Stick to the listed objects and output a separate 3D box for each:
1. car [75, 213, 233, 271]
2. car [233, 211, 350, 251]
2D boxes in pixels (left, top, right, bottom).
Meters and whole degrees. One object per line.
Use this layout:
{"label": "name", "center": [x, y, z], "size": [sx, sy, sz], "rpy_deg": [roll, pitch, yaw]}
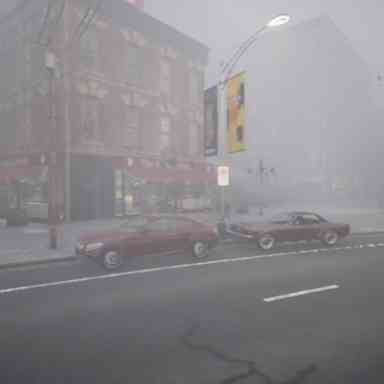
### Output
{"label": "car", "center": [-1.262, 1.427, 10.647], "size": [4.674, 1.452, 2.002], "rpy_deg": [-1, 1, -30]}
{"label": "car", "center": [3.821, 1.459, 13.296], "size": [4.718, 1.301, 1.895], "rpy_deg": [0, 1, -20]}
